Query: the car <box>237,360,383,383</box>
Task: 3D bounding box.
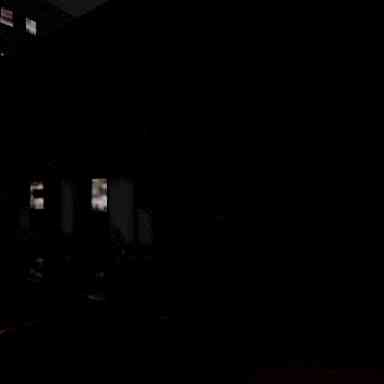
[{"bbox_3d":[2.168,1.525,1.328,4.829,1.417,1.752,0,0,36],"label":"car"}]
